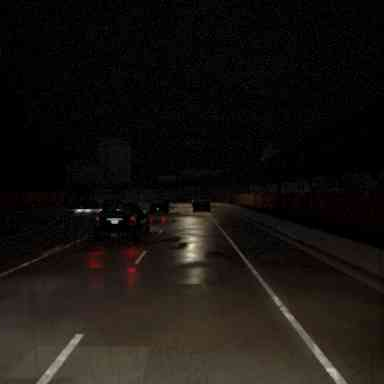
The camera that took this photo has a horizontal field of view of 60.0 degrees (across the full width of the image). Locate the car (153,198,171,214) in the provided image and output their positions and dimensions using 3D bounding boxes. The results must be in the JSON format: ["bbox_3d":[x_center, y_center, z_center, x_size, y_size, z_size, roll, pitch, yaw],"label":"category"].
[{"bbox_3d":[-3.405,1.502,35.485,1.812,1.442,4.674,0,0,0],"label":"car"}]

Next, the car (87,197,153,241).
[{"bbox_3d":[-3.402,1.341,16.746,2.097,1.767,4.553,0,0,0],"label":"car"}]

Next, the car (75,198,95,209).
[{"bbox_3d":[-14.102,1.518,45.046,2.033,1.411,5.357,0,0,0],"label":"car"}]

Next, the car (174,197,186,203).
[{"bbox_3d":[-2.695,1.756,73.532,1.895,1.301,4.718,0,-1,-13],"label":"car"}]

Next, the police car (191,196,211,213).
[{"bbox_3d":[1.044,1.400,37.093,1.930,1.638,5.238,0,0,0],"label":"police car"}]

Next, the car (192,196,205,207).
[{"bbox_3d":[0.972,1.475,53.210,1.837,1.490,4.892,0,0,-2],"label":"car"}]

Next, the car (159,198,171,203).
[{"bbox_3d":[-7.193,2.235,88.566,1.895,1.301,4.718,0,-2,-21],"label":"car"}]

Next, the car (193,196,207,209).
[{"bbox_3d":[1.042,1.423,47.177,1.801,1.575,5.366,0,0,0],"label":"car"}]
